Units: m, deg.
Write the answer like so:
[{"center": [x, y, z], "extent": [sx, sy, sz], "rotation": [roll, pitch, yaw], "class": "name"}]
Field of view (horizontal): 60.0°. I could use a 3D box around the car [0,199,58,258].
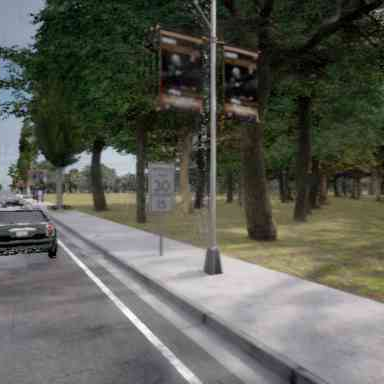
[{"center": [-6.257, 1.300, 12.147], "extent": [2.097, 1.767, 4.553], "rotation": [0, 0, -29], "class": "car"}]
